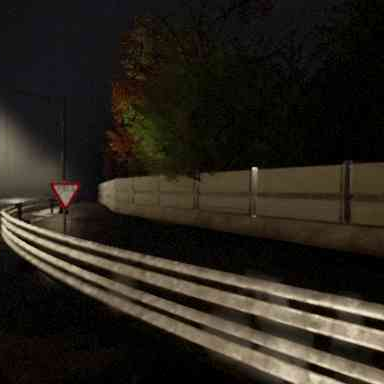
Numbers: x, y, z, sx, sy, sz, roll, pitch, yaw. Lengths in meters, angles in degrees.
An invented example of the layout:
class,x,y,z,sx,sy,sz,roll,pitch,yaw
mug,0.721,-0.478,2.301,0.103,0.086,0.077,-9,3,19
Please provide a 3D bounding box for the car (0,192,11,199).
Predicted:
class,x,y,z,sx,sy,sz,roll,pitch,yaw
car,-40.759,0.743,72.551,1.994,1.385,4.181,0,0,-34
